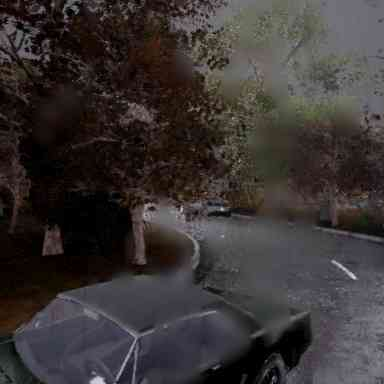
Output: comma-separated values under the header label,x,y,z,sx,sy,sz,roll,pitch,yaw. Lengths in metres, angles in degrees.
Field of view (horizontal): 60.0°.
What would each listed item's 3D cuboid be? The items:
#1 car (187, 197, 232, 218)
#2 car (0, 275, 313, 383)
label,x,y,z,sx,sy,sz,roll,pitch,yaw
car,1.087,1.079,24.362,1.994,1.385,4.181,2,1,-29
car,-0.796,1.628,3.027,1.895,1.301,4.718,0,0,45
